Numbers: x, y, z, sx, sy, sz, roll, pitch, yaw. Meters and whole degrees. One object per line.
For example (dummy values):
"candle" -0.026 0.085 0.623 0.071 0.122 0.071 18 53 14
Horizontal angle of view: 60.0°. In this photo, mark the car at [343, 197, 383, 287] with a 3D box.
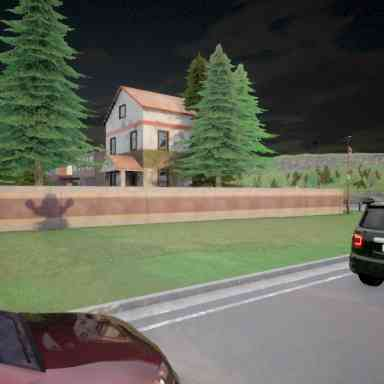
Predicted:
"car" 6.113 1.221 8.137 5.566 2.045 2.150 0 0 -35

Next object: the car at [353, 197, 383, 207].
"car" 28.206 1.563 52.941 1.994 1.385 4.181 0 0 -36

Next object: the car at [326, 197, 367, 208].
"car" 22.576 1.492 48.770 2.128 1.511 4.902 0 0 -36

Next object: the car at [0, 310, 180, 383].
"car" -2.115 1.564 2.355 4.181 1.385 1.994 0 0 -34

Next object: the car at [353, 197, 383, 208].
"car" 26.613 1.503 49.171 1.837 1.490 4.892 0 0 -36
